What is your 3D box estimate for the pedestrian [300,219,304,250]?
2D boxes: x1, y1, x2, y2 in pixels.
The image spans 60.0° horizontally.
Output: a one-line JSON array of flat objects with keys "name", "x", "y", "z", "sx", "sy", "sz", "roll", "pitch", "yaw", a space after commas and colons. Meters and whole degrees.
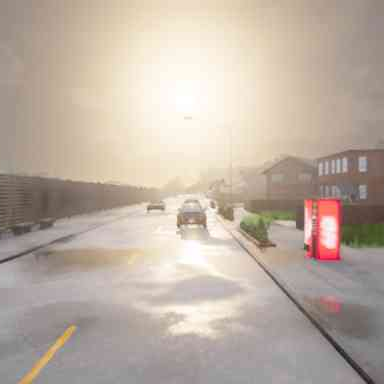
[{"name": "pedestrian", "x": 4.225, "y": 1.195, "z": 12.076, "sx": 0.375, "sy": 1.860, "sz": 0.375, "roll": 0, "pitch": 0, "yaw": 0}]

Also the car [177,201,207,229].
[{"name": "car", "x": 0.001, "y": 1.513, "z": 21.632, "sx": 1.812, "sy": 1.442, "sz": 4.674, "roll": 0, "pitch": 0, "yaw": 1}]

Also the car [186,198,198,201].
[{"name": "car", "x": -0.001, "y": 1.486, "z": 39.274, "sx": 1.837, "sy": 1.490, "sz": 4.892, "roll": 0, "pitch": 0, "yaw": 0}]

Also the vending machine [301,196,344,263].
[{"name": "vending machine", "x": 4.299, "y": 1.200, "z": 11.025, "sx": 1.100, "sy": 2.100, "sz": 0.880, "roll": 0, "pitch": 0, "yaw": 0}]

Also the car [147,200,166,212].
[{"name": "car", "x": -4.074, "y": 1.617, "z": 38.587, "sx": 1.895, "sy": 1.301, "sz": 4.718, "roll": 0, "pitch": 0, "yaw": 0}]
